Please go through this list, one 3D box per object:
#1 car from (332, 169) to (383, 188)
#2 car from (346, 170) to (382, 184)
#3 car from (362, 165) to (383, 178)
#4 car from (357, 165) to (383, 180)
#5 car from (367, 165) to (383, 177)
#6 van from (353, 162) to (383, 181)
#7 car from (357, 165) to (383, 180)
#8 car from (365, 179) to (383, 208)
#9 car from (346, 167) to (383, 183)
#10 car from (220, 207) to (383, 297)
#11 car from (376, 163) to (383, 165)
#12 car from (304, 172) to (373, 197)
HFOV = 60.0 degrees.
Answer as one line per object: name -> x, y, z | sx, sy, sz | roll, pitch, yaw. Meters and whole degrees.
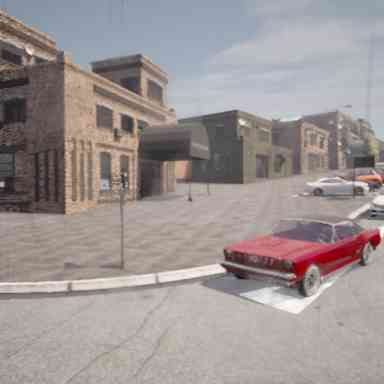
car -> 16.694, -1.343, 33.172 | 4.792, 1.488, 2.163 | -3, 5, 18
car -> 13.120, -0.763, 28.545 | 4.792, 1.488, 2.163 | -3, 4, 18
car -> 25.798, -2.829, 44.655 | 5.008, 1.535, 2.097 | -3, 4, 19
car -> 24.164, -2.549, 42.302 | 5.366, 1.575, 1.946 | -3, 4, 19
car -> 27.651, -3.091, 46.930 | 4.792, 1.488, 2.163 | -3, 4, 19
van -> 22.046, -2.468, 40.091 | 4.442, 1.987, 1.878 | -3, 5, 19
car -> 14.924, -1.208, 30.835 | 4.553, 1.767, 2.185 | -3, 5, 18
car -> 10.347, 0.371, 16.780 | 1.812, 1.442, 4.674 | 0, 6, 38
car -> 20.352, -1.957, 37.778 | 5.008, 1.535, 2.097 | -3, 4, 18
car -> 2.836, 1.291, 8.116 | 4.718, 1.301, 1.895 | -4, 3, -43
car -> 18.558, -1.792, 35.446 | 4.553, 1.767, 2.185 | -3, 5, 18
car -> 11.277, -0.459, 26.245 | 4.674, 1.452, 2.002 | -3, 4, 18
